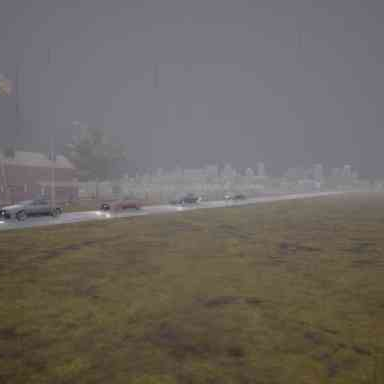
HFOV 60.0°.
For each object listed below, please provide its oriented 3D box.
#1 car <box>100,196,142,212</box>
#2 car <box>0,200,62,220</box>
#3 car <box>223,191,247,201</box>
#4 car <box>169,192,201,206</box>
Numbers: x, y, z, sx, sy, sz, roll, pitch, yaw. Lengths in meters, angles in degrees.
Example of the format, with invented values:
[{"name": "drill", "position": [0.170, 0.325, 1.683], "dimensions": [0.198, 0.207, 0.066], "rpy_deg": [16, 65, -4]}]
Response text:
[{"name": "car", "position": [-6.730, 1.090, 31.872], "dimensions": [1.994, 1.385, 4.181], "rpy_deg": [1, 2, 36]}, {"name": "car", "position": [-11.925, 1.266, 24.736], "dimensions": [1.994, 1.385, 4.181], "rpy_deg": [1, 2, 34]}, {"name": "car", "position": [6.441, 0.553, 49.926], "dimensions": [2.128, 1.511, 4.902], "rpy_deg": [1, 2, 37]}, {"name": "car", "position": [-0.795, 0.826, 40.046], "dimensions": [1.837, 1.490, 4.892], "rpy_deg": [1, 2, 36]}]
